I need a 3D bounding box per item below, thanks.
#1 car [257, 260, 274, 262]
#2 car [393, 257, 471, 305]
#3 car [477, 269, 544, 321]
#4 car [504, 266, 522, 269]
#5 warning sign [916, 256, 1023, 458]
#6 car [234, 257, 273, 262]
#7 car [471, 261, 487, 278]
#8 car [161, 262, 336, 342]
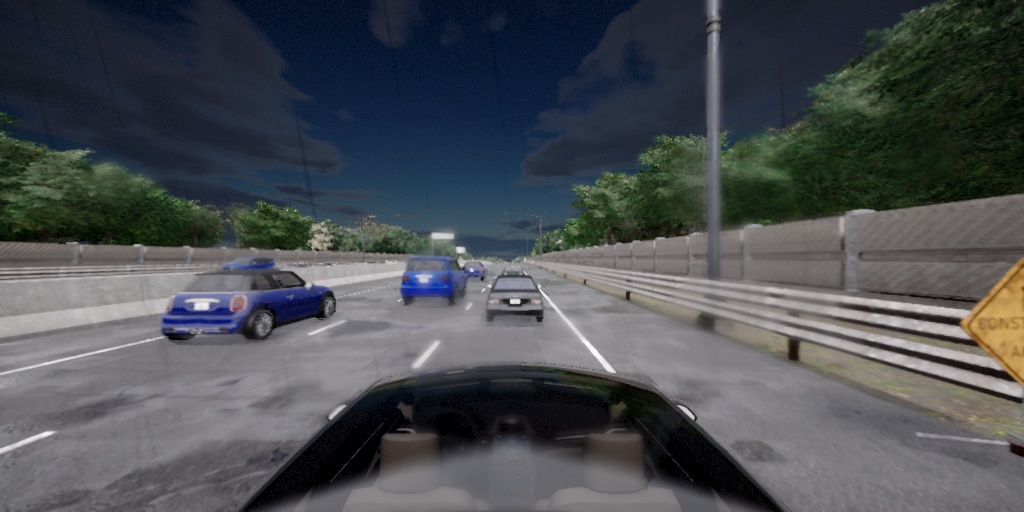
[{"bbox_3d":[-21.106,1.420,33.812,2.128,1.511,4.902,0,0,0],"label":"car"},{"bbox_3d":[-3.407,1.055,16.578,2.150,2.045,5.566,0,0,0],"label":"car"},{"bbox_3d":[0.091,1.360,12.719,2.033,1.411,5.357,0,0,0],"label":"car"},{"bbox_3d":[0.086,1.517,31.231,1.895,1.301,4.718,0,0,0],"label":"car"},{"bbox_3d":[4.550,0.874,3.119,1.300,1.860,1.060,0,0,0],"label":"warning sign"},{"bbox_3d":[-24.607,1.148,33.613,2.150,2.045,5.566,0,0,0],"label":"car"},{"bbox_3d":[-3.414,1.276,32.707,2.097,1.767,4.553,0,0,0],"label":"car"},{"bbox_3d":[-6.918,1.149,10.133,2.097,1.767,4.553,0,0,0],"label":"car"}]
